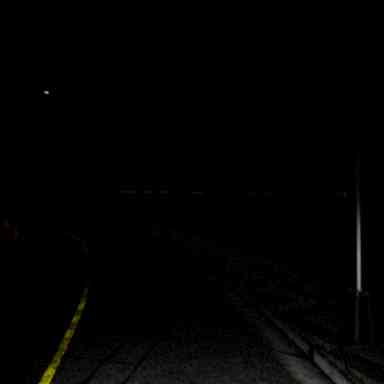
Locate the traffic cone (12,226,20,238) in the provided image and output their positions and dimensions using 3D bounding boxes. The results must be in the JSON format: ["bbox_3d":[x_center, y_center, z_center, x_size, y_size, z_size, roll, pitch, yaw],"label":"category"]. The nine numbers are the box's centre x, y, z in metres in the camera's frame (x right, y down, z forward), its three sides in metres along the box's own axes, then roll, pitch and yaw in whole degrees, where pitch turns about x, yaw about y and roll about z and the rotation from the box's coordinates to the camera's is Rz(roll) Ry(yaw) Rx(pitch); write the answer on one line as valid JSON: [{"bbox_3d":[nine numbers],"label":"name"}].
[{"bbox_3d":[-9.105,2.039,17.204,0.340,0.580,0.340,0,0,-30],"label":"traffic cone"}]

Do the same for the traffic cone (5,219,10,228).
[{"bbox_3d":[-11.691,1.991,21.073,0.340,0.580,0.340,0,1,-37],"label":"traffic cone"}]
